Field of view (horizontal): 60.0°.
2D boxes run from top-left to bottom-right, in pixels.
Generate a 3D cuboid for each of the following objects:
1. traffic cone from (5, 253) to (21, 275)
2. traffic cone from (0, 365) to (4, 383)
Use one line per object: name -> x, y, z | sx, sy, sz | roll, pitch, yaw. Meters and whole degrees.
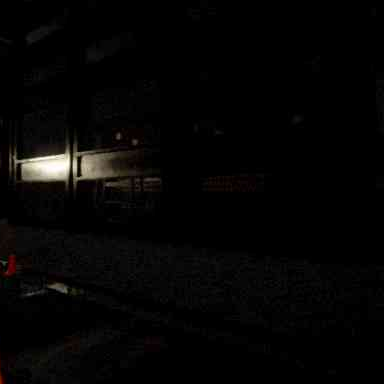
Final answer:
traffic cone -> -5.256, 2.086, 9.774 | 0.340, 0.580, 0.340 | 0, -1, 37
traffic cone -> -2.260, 2.008, 3.772 | 0.340, 0.580, 0.340 | 0, -1, 37
